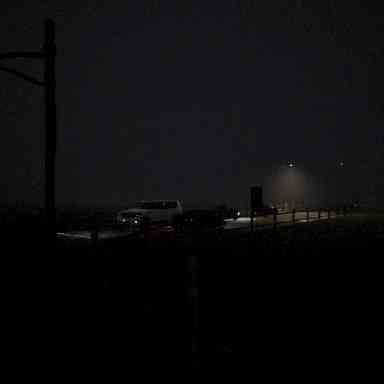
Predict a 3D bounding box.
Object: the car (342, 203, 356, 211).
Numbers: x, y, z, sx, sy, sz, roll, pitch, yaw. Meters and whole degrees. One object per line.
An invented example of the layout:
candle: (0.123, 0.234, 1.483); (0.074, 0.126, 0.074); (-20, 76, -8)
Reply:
car: (29.807, 2.866, 63.089); (1.837, 1.490, 4.892); (0, -1, 36)

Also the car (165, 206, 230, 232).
car: (0.518, 1.912, 23.064); (1.812, 1.442, 4.674); (0, -1, 36)

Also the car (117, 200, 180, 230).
car: (-2.947, 1.606, 24.601); (2.150, 2.045, 5.566); (0, -1, 36)

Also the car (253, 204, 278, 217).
car: (8.900, 2.264, 40.768); (2.128, 1.511, 4.902); (0, -1, 36)

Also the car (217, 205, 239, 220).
car: (2.869, 2.065, 32.539); (2.128, 1.511, 4.902); (0, -1, 36)
